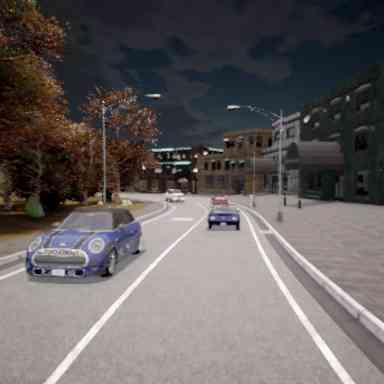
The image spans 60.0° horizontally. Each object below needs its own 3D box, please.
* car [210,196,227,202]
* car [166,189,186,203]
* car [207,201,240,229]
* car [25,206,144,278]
[{"bbox_3d":[3.113,1.168,38.711,1.812,1.442,4.674,0,1,-1],"label":"car"},{"bbox_3d":[-2.600,0.604,51.666,2.150,2.045,5.566,0,1,-16],"label":"car"},{"bbox_3d":[2.043,1.494,20.929,1.895,1.301,4.718,1,1,7],"label":"car"},{"bbox_3d":[-2.940,1.293,10.060,2.097,1.767,4.553,1,0,5],"label":"car"}]
